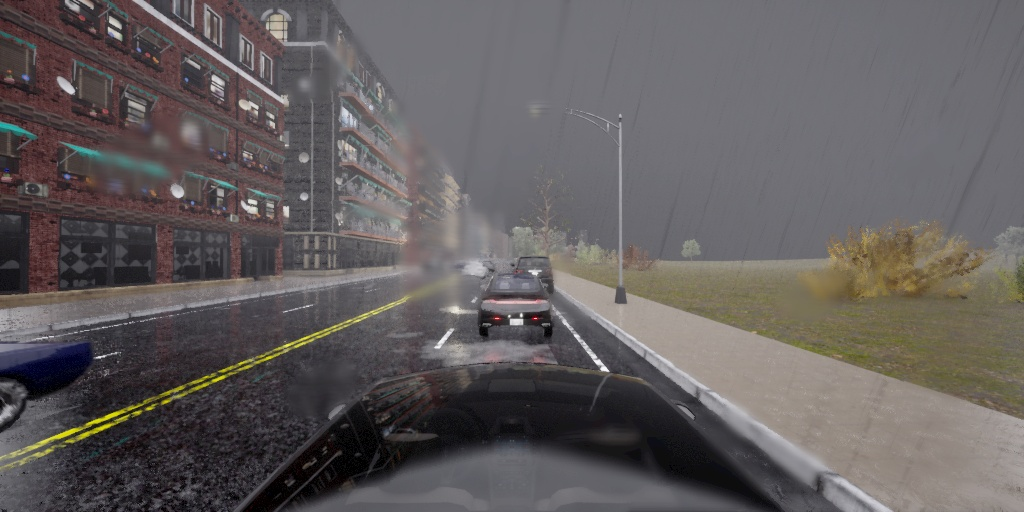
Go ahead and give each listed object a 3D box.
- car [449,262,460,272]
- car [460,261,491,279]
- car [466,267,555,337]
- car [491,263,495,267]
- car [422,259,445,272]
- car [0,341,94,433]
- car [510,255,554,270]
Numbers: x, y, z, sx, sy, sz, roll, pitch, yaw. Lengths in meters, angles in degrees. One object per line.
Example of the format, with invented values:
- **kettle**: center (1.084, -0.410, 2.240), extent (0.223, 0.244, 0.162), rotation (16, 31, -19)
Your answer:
- **car**: center (-6.628, 1.352, 44.934), extent (1.895, 1.301, 4.718), rotation (0, 0, 0)
- **car**: center (-3.170, 1.277, 31.751), extent (1.812, 1.442, 4.674), rotation (0, 0, 0)
- **car**: center (0.095, 1.243, 10.338), extent (2.128, 1.511, 4.902), rotation (0, 0, 0)
- **car**: center (-3.176, 1.315, 45.220), extent (1.994, 1.385, 4.181), rotation (0, 0, 0)
- **car**: center (-9.878, 1.103, 45.180), extent (2.097, 1.767, 4.553), rotation (0, 0, 0)
- **car**: center (-6.599, 1.351, 2.567), extent (1.895, 1.301, 4.718), rotation (0, 0, 0)
- **car**: center (1.126, 0.977, 20.208), extent (2.150, 2.045, 5.566), rotation (0, 0, 0)
